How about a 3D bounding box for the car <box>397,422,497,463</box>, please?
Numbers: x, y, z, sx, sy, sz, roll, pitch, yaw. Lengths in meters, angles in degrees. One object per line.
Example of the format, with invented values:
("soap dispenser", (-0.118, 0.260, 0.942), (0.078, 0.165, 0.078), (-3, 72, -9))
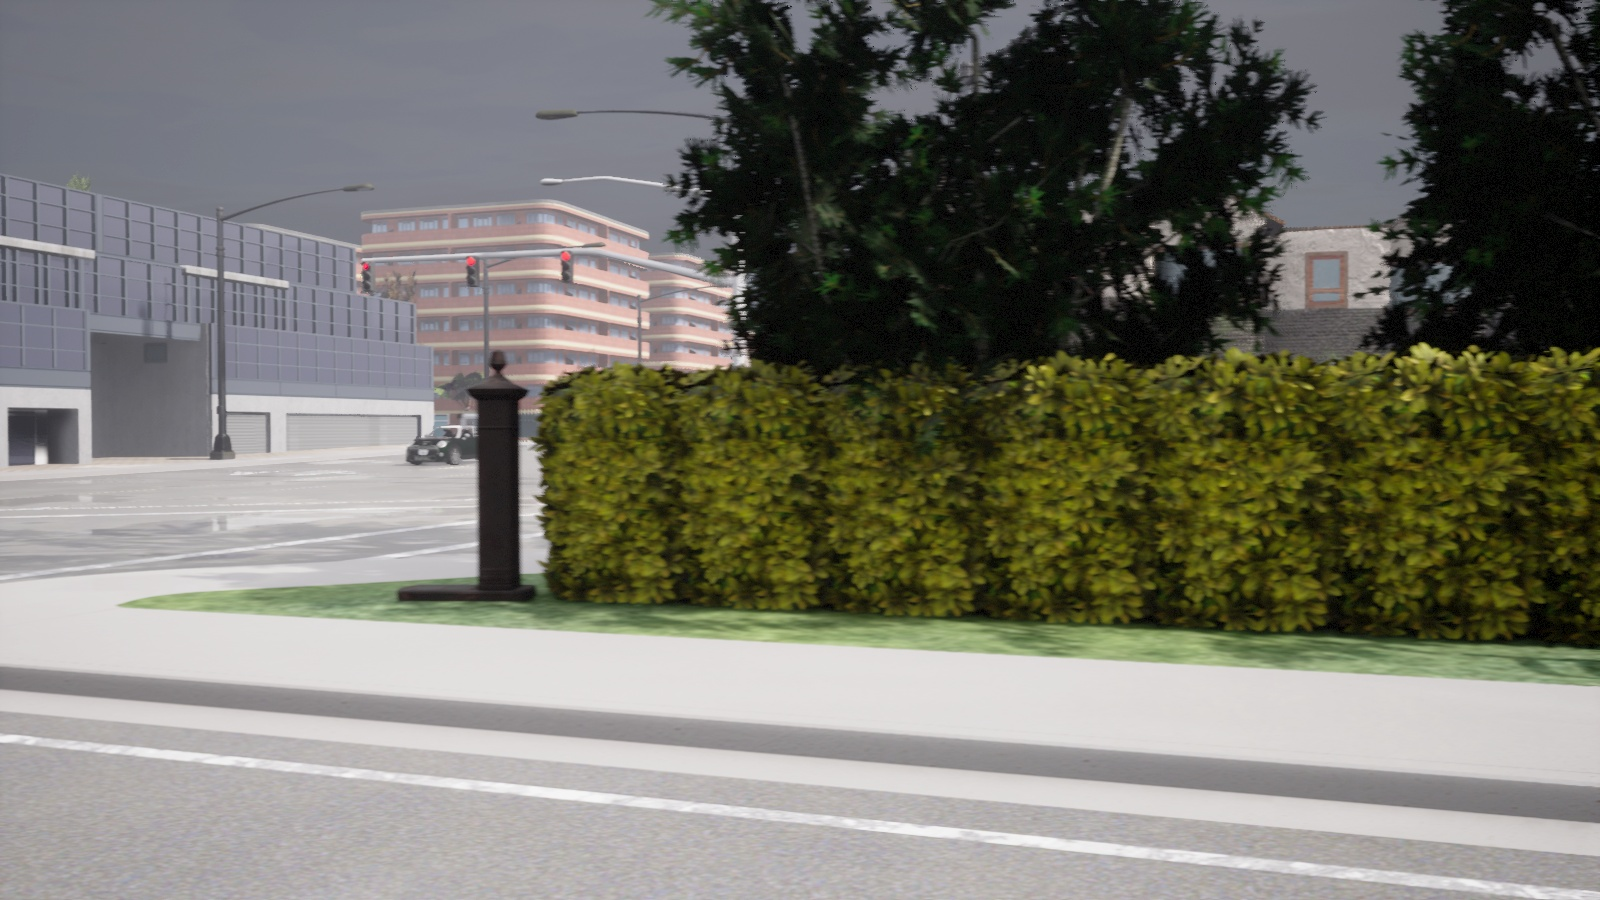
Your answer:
("car", (-13.677, -0.332, 48.871), (1.970, 1.475, 3.806), (1, 2, 18))
